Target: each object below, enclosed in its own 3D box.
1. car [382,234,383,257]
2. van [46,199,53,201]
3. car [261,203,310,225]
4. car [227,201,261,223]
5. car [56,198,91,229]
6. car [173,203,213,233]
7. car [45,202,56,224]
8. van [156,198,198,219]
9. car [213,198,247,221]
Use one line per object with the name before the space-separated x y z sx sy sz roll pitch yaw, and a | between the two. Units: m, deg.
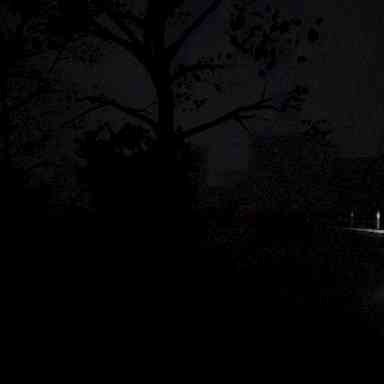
car | 7.201 1.674 10.429 2.033 1.411 5.357 1 0 24
van | -14.289 1.643 29.837 1.878 1.987 4.442 -2 -2 40
car | 7.891 1.649 27.133 2.185 1.767 4.553 -1 -1 40
car | 5.570 1.797 29.088 2.097 1.535 5.008 -1 -1 40
car | -5.774 1.432 22.603 2.435 2.045 5.566 -1 -1 40
car | -1.568 1.388 19.118 2.435 2.045 5.566 -1 -1 40
car | -10.297 1.758 26.101 1.946 1.575 5.366 -1 -1 40
van | -1.503 1.671 34.833 1.878 1.987 4.442 -1 -1 40
car | 3.308 1.566 30.934 2.435 2.045 5.566 -1 -1 40
